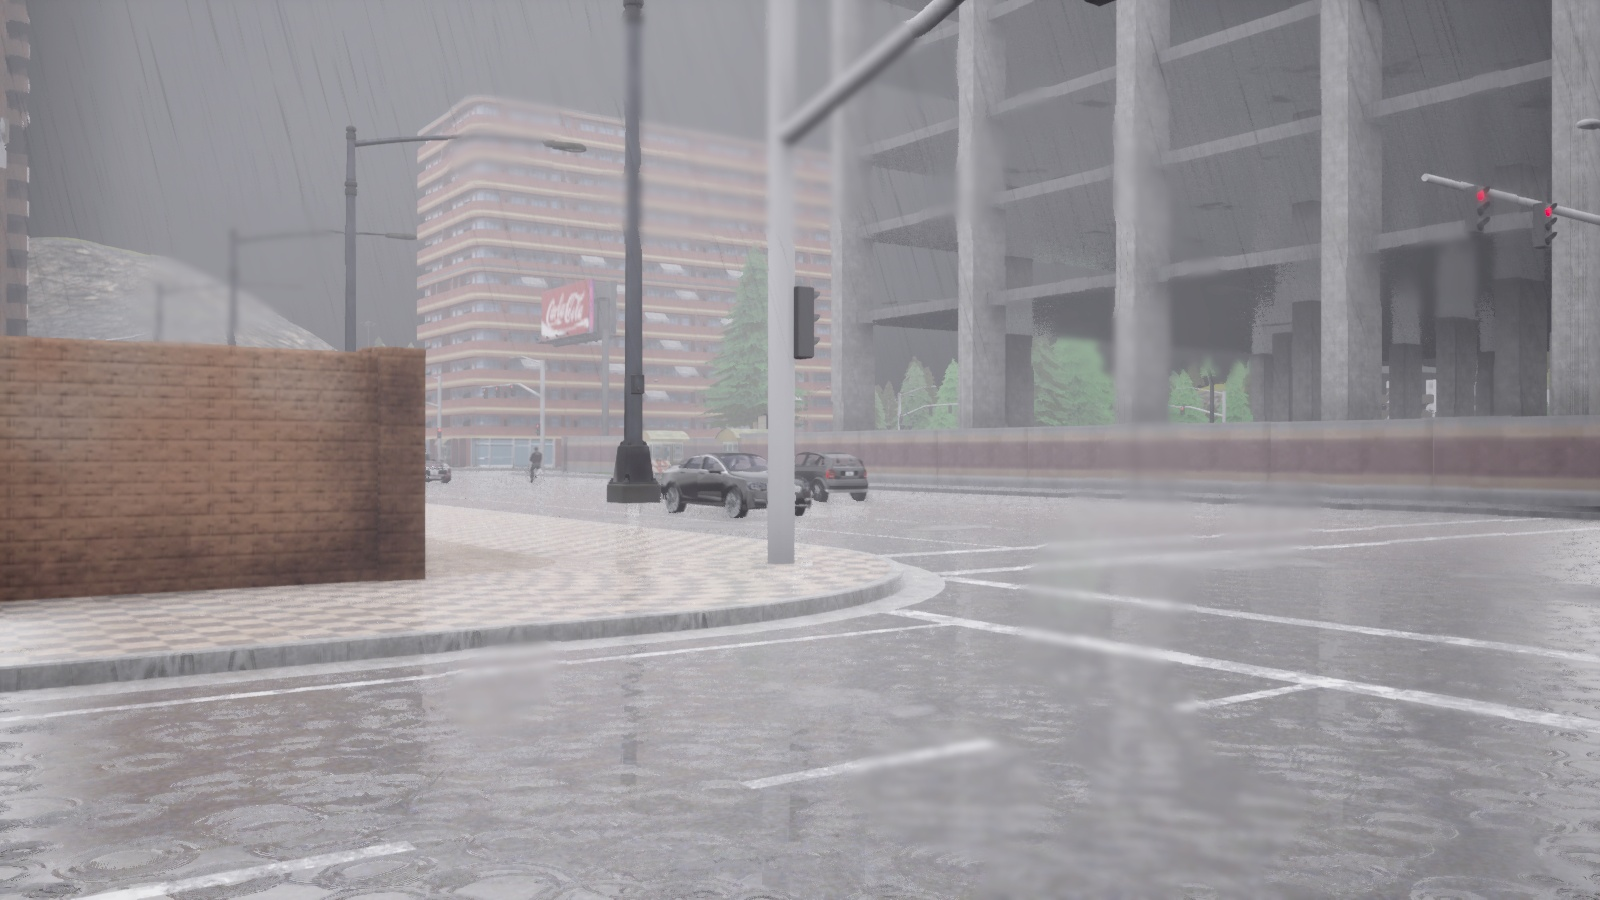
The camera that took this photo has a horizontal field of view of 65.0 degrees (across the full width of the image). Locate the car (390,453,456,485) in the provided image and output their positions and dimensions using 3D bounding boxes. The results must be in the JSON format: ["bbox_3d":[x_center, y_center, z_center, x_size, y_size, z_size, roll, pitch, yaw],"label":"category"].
[{"bbox_3d":[-18.281,0.898,60.804,1.970,1.475,3.806,0,0,-34],"label":"car"}]

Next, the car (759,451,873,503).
[{"bbox_3d":[0.466,0.819,39.542,1.789,1.549,3.705,0,0,-34],"label":"car"}]

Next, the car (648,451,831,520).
[{"bbox_3d":[-1.554,0.778,30.083,2.128,1.511,4.902,0,0,-34],"label":"car"}]
